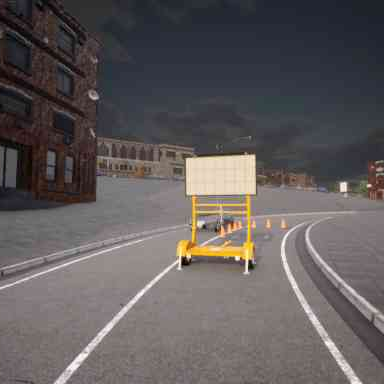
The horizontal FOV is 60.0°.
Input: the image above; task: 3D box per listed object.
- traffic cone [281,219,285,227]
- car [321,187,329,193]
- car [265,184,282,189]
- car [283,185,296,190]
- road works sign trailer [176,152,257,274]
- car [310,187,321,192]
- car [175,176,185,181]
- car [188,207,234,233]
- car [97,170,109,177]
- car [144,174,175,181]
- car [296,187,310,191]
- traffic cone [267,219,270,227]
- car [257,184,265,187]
[{"bbox_3d":[6.290,2.136,22.916,0.340,0.580,0.340,-2,-1,17],"label":"traffic cone"},{"bbox_3d":[34.045,-0.136,87.748,5.566,2.045,2.435,5,-6,-41],"label":"car"},{"bbox_3d":[16.971,-1.034,73.615,4.792,1.488,2.163,3,-6,-37],"label":"car"},{"bbox_3d":[21.330,-0.757,76.989,4.674,1.452,2.002,3,-6,-38],"label":"car"},{"bbox_3d":[0.985,0.528,10.954,2.380,3.560,2.880,-1,-1,18],"label":"road works sign trailer"},{"bbox_3d":[29.836,-0.345,84.043,4.553,1.767,2.185,4,-6,-40],"label":"car"},{"bbox_3d":[-1.372,-2.060,60.900,4.892,1.521,2.231,3,-5,-32],"label":"car"},{"bbox_3d":[1.361,1.754,21.833,2.128,1.511,4.902,-2,-2,23],"label":"car"},{"bbox_3d":[-15.364,-2.775,52.256,4.553,1.767,2.185,2,-5,-32],"label":"car"},{"bbox_3d":[-6.061,-2.266,57.994,4.892,1.521,2.231,2,-5,-32],"label":"car"},{"bbox_3d":[25.540,-0.526,80.397,4.892,1.521,2.231,4,-6,-39],"label":"car"},{"bbox_3d":[5.338,2.166,23.209,0.340,0.580,0.340,-2,-1,17],"label":"traffic cone"},{"bbox_3d":[12.380,-1.458,70.212,4.553,1.767,2.185,3,-6,-35],"label":"car"}]
